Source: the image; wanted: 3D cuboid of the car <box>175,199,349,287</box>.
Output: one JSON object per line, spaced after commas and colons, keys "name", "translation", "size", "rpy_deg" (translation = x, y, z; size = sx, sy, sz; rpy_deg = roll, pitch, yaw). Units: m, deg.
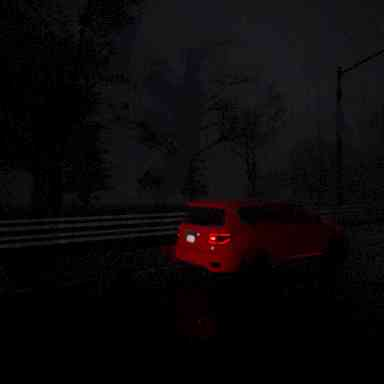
{"name": "car", "translation": [2.169, 1.216, 9.528], "size": [5.566, 2.045, 2.150], "rpy_deg": [0, 0, -35]}
